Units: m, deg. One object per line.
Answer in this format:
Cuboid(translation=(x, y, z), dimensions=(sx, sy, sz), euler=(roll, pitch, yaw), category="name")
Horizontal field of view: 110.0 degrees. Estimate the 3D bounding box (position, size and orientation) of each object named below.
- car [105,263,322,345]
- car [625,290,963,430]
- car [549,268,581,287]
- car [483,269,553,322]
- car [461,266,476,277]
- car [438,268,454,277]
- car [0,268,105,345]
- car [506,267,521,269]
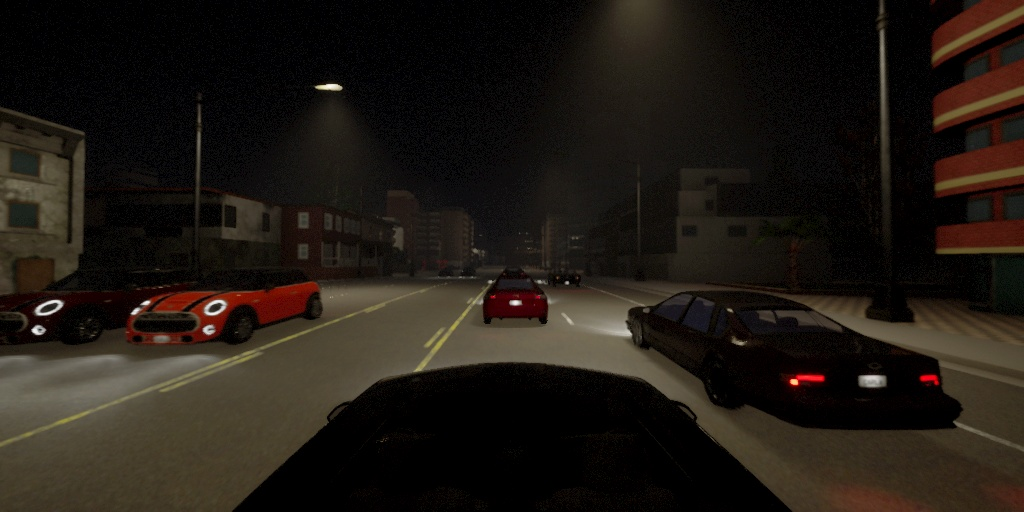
Cuboid(translation=(-7.100, 1.091, 9.504), dimensions=(2.097, 1.767, 4.553), euler=(0, 0, 0), category="car")
Cuboid(translation=(3.600, 1.291, 6.092), dimensions=(2.033, 1.411, 5.357), euler=(0, 0, 0), category="car")
Cuboid(translation=(3.601, 1.500, 25.605), dimensions=(1.895, 1.301, 4.718), euler=(0, -1, 0), category="car")
Cuboid(translation=(0.100, 1.303, 12.181), dimensions=(1.994, 1.385, 4.181), euler=(0, 0, 0), category="car")
Cuboid(translation=(-7.003, 2.447, 57.795), dimensions=(2.097, 1.767, 4.553), euler=(0, -2, 0), category="car")
Cuboid(translation=(-10.505, 2.614, 57.486), dimensions=(1.812, 1.442, 4.674), euler=(0, -2, 0), category="car")
Cuboid(translation=(-10.600, 1.091, 9.474), dimensions=(2.097, 1.767, 4.553), euler=(0, 0, 0), category="car")
Cuboid(translation=(0.100, 1.517, 27.905), dimensions=(1.994, 1.385, 4.181), euler=(0, -1, 0), category="car")
